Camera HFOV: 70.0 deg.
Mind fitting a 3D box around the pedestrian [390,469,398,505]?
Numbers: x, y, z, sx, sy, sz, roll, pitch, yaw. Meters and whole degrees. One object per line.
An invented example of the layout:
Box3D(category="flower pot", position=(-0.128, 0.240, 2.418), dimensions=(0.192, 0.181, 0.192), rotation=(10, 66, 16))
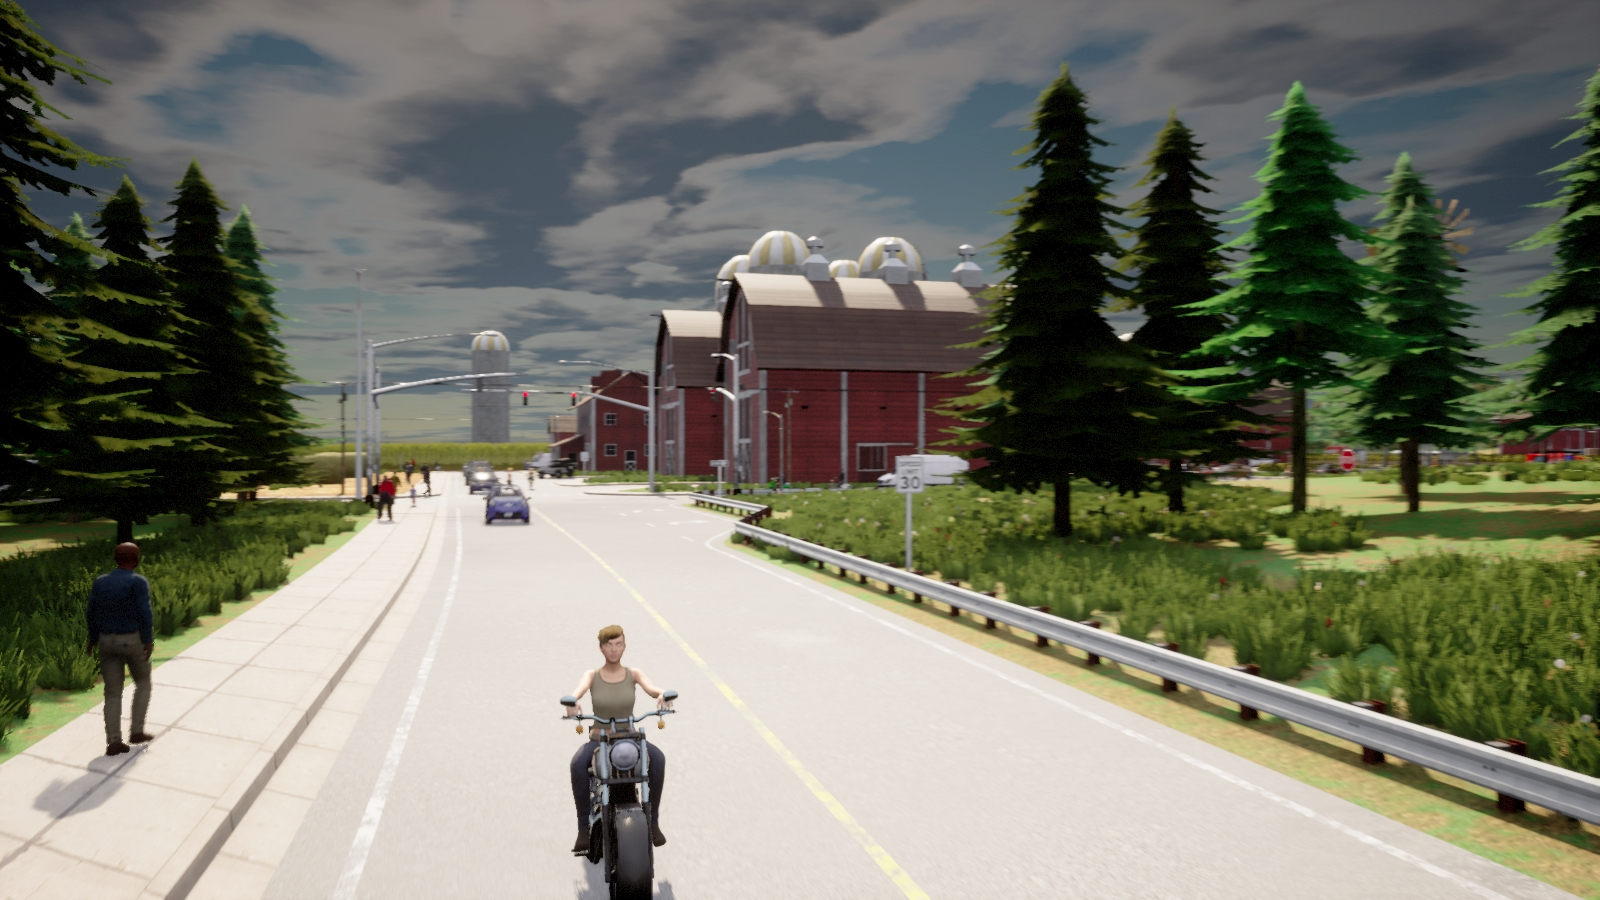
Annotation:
Box3D(category="pedestrian", position=(-21.311, 1.938, 60.000), dimensions=(0.375, 1.860, 0.375), rotation=(0, 0, -12))

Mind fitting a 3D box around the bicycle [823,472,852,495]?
Box3D(category="bicycle", position=(2.369, 2.125, 72.190), dimensions=(1.835, 1.471, 0.329), rotation=(0, 0, -16))

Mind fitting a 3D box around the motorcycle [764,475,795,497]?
Box3D(category="motorcycle", position=(-1.292, 2.211, 71.128), dimensions=(1.805, 1.316, 0.856), rotation=(0, 0, -16))

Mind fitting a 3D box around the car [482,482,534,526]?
Box3D(category="car", position=(-11.424, 2.071, 44.518), dimensions=(1.845, 1.501, 3.633), rotation=(0, 0, -16))

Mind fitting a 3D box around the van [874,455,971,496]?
Box3D(category="van", position=(7.889, 1.592, 73.745), dimensions=(5.915, 2.561, 1.988), rotation=(0, 0, -16))

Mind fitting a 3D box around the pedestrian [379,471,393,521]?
Box3D(category="pedestrian", position=(-15.576, 1.735, 42.970), dimensions=(0.375, 1.860, 0.375), rotation=(0, 0, 9))

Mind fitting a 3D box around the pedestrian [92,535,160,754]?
Box3D(category="pedestrian", position=(-5.912, 1.689, 10.025), dimensions=(0.375, 1.860, 0.375), rotation=(0, 0, -1))

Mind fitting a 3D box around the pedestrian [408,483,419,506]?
Box3D(category="pedestrian", position=(-18.470, 2.130, 54.627), dimensions=(0.500, 1.100, 0.500), rotation=(0, 0, -18))

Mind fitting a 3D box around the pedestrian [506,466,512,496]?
Box3D(category="pedestrian", position=(-18.096, 1.920, 71.027), dimensions=(0.375, 1.860, 0.375), rotation=(0, 0, -16))

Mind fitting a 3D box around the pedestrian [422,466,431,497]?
Box3D(category="pedestrian", position=(-22.778, 1.924, 69.635), dimensions=(0.375, 1.860, 0.375), rotation=(0, 0, 12))

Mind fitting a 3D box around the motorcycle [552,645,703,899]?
Box3D(category="motorcycle", position=(-1.195, 2.138, 7.457), dimensions=(0.764, 1.307, 2.356), rotation=(0, 0, -14))
